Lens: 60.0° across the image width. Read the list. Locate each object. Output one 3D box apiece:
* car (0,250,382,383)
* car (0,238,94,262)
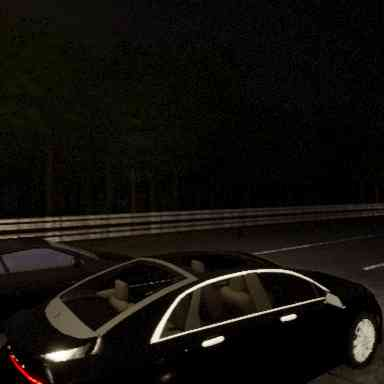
[{"bbox_3d":[0.436,1.493,4.058,4.892,1.490,1.837,0,0,-36],"label":"car"},{"bbox_3d":[-2.780,1.559,6.063,4.181,1.385,1.994,0,0,-36],"label":"car"}]
